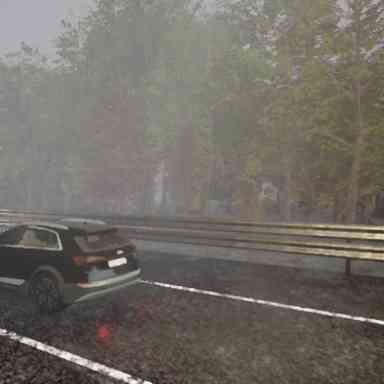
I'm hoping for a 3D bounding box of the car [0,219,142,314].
[{"bbox_3d":[-3.372,1.435,7.620,4.856,1.649,2.033,0,0,31],"label":"car"}]
